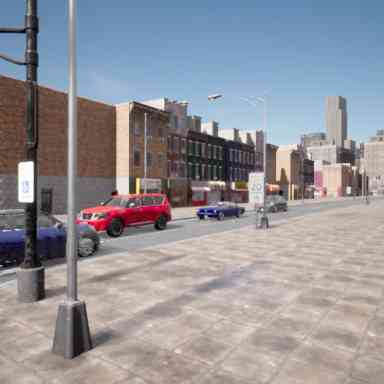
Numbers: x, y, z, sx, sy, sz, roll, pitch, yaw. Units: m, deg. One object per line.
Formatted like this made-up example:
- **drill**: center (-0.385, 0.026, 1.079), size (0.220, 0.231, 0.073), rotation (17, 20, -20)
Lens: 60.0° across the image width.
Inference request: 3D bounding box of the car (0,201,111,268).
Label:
- **car**: center (-5.095, 1.307, 10.312), size (2.097, 1.767, 4.553), rotation (0, 1, 35)

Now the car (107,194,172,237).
- **car**: center (-3.394, 1.116, 17.779), size (2.150, 2.045, 5.566), rotation (0, 0, 35)

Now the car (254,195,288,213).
- **car**: center (8.087, 1.138, 33.885), size (2.097, 1.767, 4.553), rotation (0, 0, 36)

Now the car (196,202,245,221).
- **car**: center (2.284, 1.434, 25.766), size (1.895, 1.301, 4.718), rotation (0, 0, 35)
